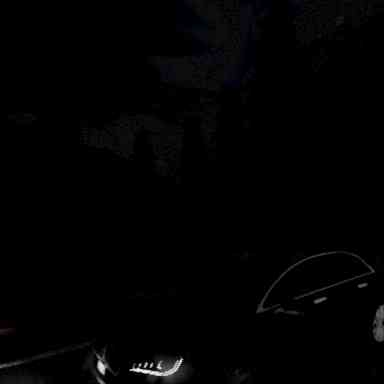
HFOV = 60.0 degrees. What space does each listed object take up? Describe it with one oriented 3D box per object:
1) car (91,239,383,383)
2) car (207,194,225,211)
[{"bbox_3d":[1.082,1.505,4.724,4.892,1.490,1.837,0,0,-35],"label":"car"},{"bbox_3d":[4.627,1.239,38.198,2.150,2.045,5.566,0,0,-36],"label":"car"}]
